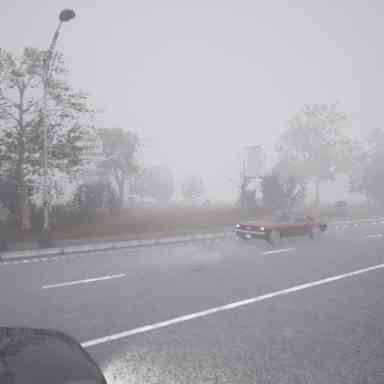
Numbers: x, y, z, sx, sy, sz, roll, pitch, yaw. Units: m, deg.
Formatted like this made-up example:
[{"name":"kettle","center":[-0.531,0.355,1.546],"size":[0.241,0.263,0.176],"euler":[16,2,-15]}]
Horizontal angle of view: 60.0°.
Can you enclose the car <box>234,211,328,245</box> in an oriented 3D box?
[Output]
[{"name":"car","center":[4.230,1.600,15.607],"size":[4.718,1.301,1.895],"euler":[0,0,-35]}]

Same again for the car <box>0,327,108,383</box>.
[{"name":"car","center":[-2.550,1.564,1.927],"size":[4.181,1.385,1.994],"euler":[0,0,-36]}]
